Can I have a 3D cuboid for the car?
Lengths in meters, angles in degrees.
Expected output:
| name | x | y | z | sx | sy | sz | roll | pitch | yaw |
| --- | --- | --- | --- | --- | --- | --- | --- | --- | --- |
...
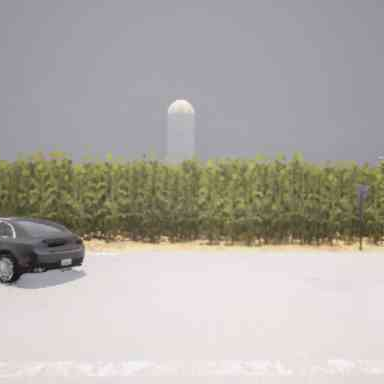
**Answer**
| name | x | y | z | sx | sy | sz | roll | pitch | yaw |
| --- | --- | --- | --- | --- | --- | --- | --- | --- | --- |
| car | -5.211 | 1.462 | 9.405 | 4.892 | 1.490 | 1.837 | 1 | -3 | 29 |
